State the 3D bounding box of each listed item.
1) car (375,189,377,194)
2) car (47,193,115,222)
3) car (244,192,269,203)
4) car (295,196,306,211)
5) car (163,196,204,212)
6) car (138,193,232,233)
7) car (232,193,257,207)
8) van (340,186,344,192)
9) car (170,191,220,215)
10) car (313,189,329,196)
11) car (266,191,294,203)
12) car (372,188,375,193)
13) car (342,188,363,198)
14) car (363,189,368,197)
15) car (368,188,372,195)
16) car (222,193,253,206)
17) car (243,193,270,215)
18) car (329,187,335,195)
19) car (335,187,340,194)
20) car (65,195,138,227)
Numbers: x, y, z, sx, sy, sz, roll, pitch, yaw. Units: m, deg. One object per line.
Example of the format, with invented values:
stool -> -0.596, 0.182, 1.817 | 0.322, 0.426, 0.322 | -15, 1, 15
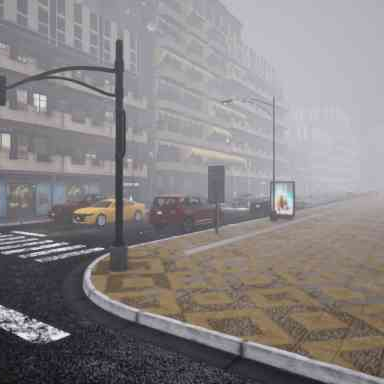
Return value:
car -> 44.265, -0.221, 81.419 | 2.008, 1.369, 4.403 | 1, 2, 35
car -> -7.085, 1.010, 22.474 | 2.192, 1.841, 5.009 | 1, 2, 35
car -> 8.782, 0.754, 45.220 | 1.802, 1.307, 4.206 | 2, 2, 35
car -> 9.344, 0.964, 31.382 | 1.947, 1.339, 4.313 | 1, 2, 35
car -> -0.739, 1.069, 31.577 | 1.802, 1.307, 4.206 | 2, 2, 35
car -> -0.179, 1.026, 17.728 | 2.192, 1.841, 5.009 | 1, 2, 35
car -> 6.070, 0.842, 36.818 | 1.837, 1.490, 4.892 | 0, 1, 35
van -> 37.349, -0.446, 86.145 | 1.690, 1.788, 3.998 | 2, 2, 35
car -> 0.331, 0.878, 28.606 | 2.097, 1.767, 4.553 | 0, 1, 35
car -> 27.826, -0.025, 72.503 | 1.967, 1.590, 4.097 | 2, 2, 35
car -> 12.074, 0.631, 45.343 | 2.128, 1.511, 4.902 | 0, 1, 35
car -> 37.916, -0.012, 72.321 | 1.887, 1.381, 4.507 | 1, 2, 35
car -> 28.392, 0.308, 58.675 | 1.887, 1.381, 4.507 | 1, 2, 35
car -> 31.567, 0.098, 63.220 | 1.967, 1.590, 4.097 | 1, 2, 35
car -> 34.741, 0.095, 67.772 | 1.887, 1.381, 4.507 | 1, 2, 35
car -> 5.609, 0.828, 40.672 | 2.008, 1.369, 4.403 | 2, 2, 35
car -> 6.169, 1.069, 26.832 | 1.947, 1.339, 4.313 | 1, 2, 35
car -> 31.000, -0.028, 77.055 | 1.887, 1.381, 4.507 | 2, 2, 35
car -> 34.175, -0.240, 81.600 | 1.967, 1.590, 4.097 | 2, 2, 35
car -> -5.054, 1.180, 20.885 | 1.882, 1.535, 5.008 | 0, 1, 34
